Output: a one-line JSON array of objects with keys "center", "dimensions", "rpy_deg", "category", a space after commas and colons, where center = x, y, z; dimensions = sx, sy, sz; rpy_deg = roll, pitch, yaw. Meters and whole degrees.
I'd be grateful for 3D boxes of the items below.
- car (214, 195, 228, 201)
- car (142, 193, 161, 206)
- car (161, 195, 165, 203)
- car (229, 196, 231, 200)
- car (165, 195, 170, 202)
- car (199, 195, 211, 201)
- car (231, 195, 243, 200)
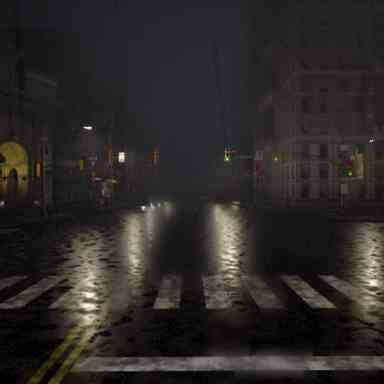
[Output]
[{"center": [7.088, 1.534, 85.316], "dimensions": [2.128, 1.511, 4.902], "rpy_deg": [0, 0, 25], "category": "car"}, {"center": [-7.076, 1.227, 56.485], "dimensions": [2.150, 2.045, 5.566], "rpy_deg": [0, 0, 0], "category": "car"}, {"center": [-7.009, 1.512, 66.177], "dimensions": [1.837, 1.490, 4.892], "rpy_deg": [0, 0, 1], "category": "car"}, {"center": [8.234, 1.476, 94.329], "dimensions": [1.882, 1.535, 5.008], "rpy_deg": [0, 0, 38], "category": "car"}, {"center": [-6.352, 1.486, 76.620], "dimensions": [1.882, 1.535, 5.008], "rpy_deg": [0, 0, 7], "category": "car"}, {"center": [3.287, 1.533, 85.338], "dimensions": [1.812, 1.442, 4.674], "rpy_deg": [0, 0, 22], "category": "car"}, {"center": [12.455, 1.510, 94.110], "dimensions": [1.837, 1.490, 4.892], "rpy_deg": [0, 0, 41], "category": "car"}]
